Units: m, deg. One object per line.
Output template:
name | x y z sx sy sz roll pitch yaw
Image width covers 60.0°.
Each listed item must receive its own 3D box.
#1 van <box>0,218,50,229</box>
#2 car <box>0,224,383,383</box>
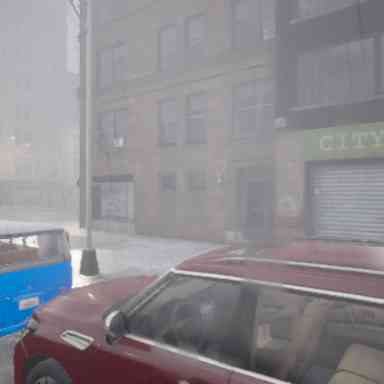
van | -3.822 1.341 5.807 3.998 1.788 1.690 0 0 35
car | 0.675 1.315 2.600 5.009 1.841 2.192 0 0 35
